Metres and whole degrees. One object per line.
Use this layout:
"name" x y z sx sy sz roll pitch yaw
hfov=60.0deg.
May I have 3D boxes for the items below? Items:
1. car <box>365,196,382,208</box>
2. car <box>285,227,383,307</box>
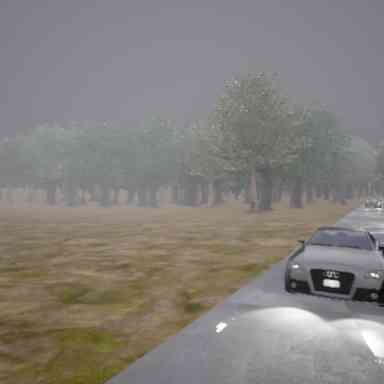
"car" 26.782 1.460 49.129 2.097 1.767 4.553 0 0 29
"car" 3.643 1.573 8.109 1.994 1.385 4.181 0 0 29
